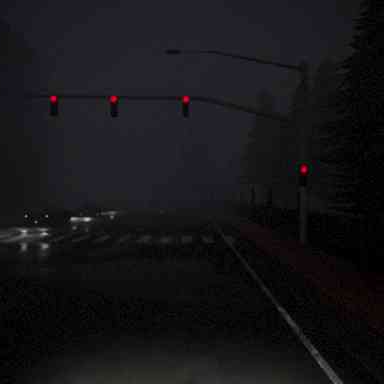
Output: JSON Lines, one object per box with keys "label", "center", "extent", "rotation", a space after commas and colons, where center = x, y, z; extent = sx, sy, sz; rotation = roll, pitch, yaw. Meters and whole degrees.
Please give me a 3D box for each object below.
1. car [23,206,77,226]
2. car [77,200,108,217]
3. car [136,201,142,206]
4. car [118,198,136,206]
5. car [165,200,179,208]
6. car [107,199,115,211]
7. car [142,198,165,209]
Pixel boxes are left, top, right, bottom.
{"label": "car", "center": [-10.583, 1.732, 24.803], "extent": [1.895, 1.301, 4.718], "rotation": [0, 0, 0]}
{"label": "car", "center": [-10.651, 1.755, 34.548], "extent": [2.033, 1.411, 5.357], "rotation": [0, 0, -1]}
{"label": "car", "center": [-8.167, 1.952, 63.500], "extent": [1.837, 1.490, 4.892], "rotation": [1, -1, -37]}
{"label": "car", "center": [-12.353, 1.927, 63.244], "extent": [1.837, 1.490, 4.892], "rotation": [1, -1, -41]}
{"label": "car", "center": [-3.698, 1.976, 55.745], "extent": [1.994, 1.385, 4.181], "rotation": [1, 0, -23]}
{"label": "car", "center": [-11.474, 1.762, 45.007], "extent": [1.882, 1.535, 5.008], "rotation": [0, 0, -12]}
{"label": "car", "center": [-5.964, 1.891, 51.360], "extent": [1.812, 1.442, 4.674], "rotation": [1, -1, -18]}
